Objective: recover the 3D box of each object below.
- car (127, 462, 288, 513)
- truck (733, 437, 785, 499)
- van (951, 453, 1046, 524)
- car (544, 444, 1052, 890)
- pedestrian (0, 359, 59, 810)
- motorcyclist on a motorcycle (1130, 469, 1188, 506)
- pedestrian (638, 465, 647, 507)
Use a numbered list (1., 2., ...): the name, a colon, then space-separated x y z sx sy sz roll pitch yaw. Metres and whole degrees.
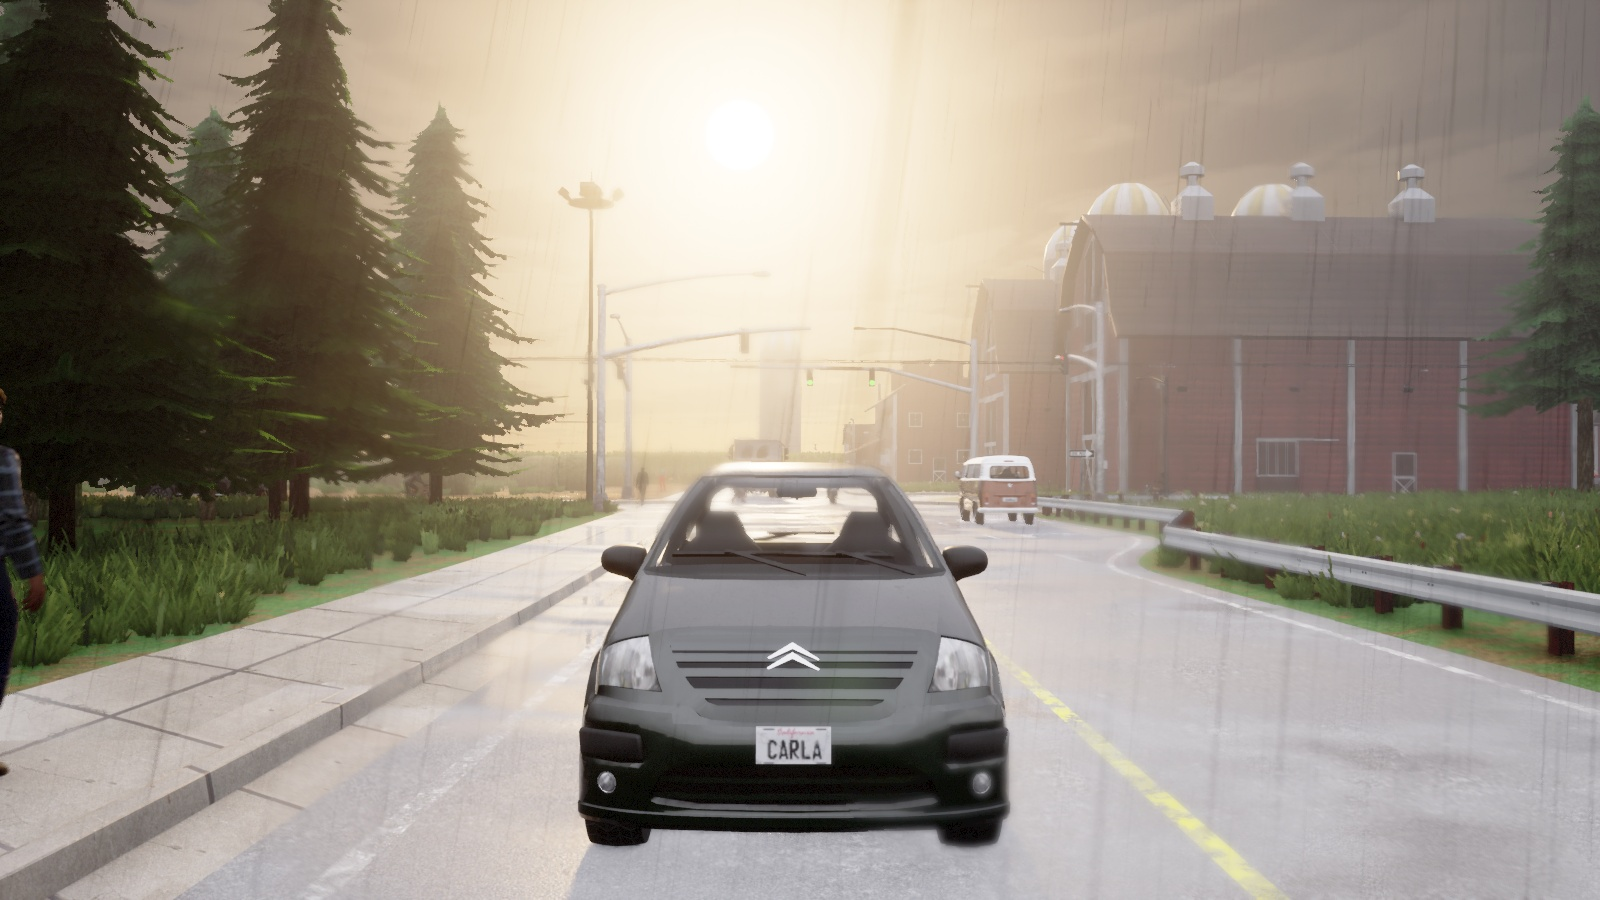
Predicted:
1. car: -24.170 1.518 51.378 5.566 2.045 2.150 0 -1 -1
2. truck: -2.453 1.075 73.816 2.891 3.462 7.936 0 -1 -2
3. van: 6.008 1.159 38.538 2.069 2.038 4.480 0 -1 -2
4. car: -0.021 0.823 6.581 1.851 1.617 3.988 0 -1 0
5. pedestrian: -3.675 0.584 5.504 0.423 1.949 0.788 0 -1 -4
6. motorcyclist on a motorcycle: 15.962 1.663 55.810 2.350 1.649 0.766 0 -1 -1
7. pedestrian: -7.016 1.601 55.952 0.353 1.847 0.614 0 -1 -1
